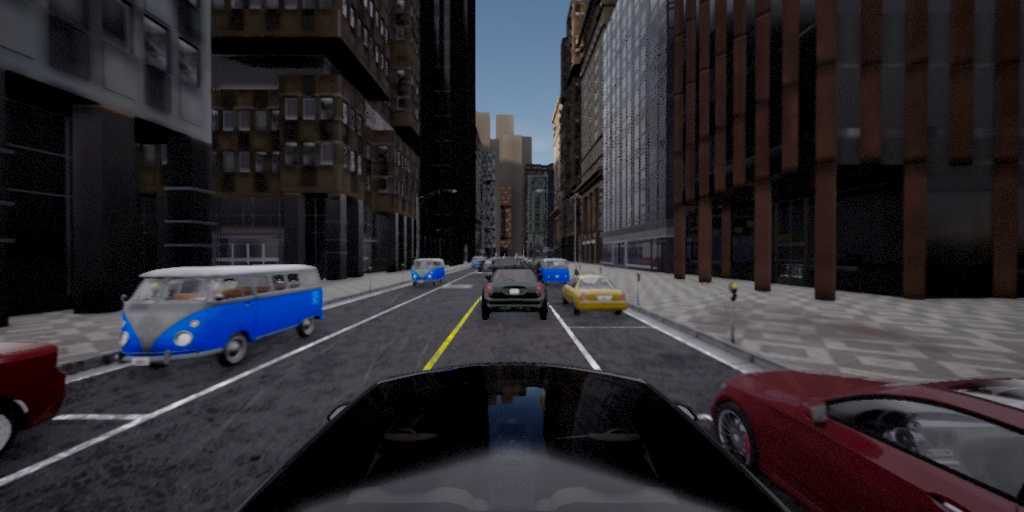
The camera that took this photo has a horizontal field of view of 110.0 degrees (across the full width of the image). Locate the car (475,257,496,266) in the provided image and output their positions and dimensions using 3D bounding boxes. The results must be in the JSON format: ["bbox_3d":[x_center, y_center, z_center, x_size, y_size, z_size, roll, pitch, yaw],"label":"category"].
[{"bbox_3d":[-3.080,1.204,43.960,1.812,1.442,4.674,0,0,0],"label":"car"}]

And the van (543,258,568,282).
[{"bbox_3d":[2.862,1.055,24.526,1.690,1.789,3.998,0,0,0],"label":"van"}]

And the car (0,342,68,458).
[{"bbox_3d":[-5.668,1.295,1.924,1.888,1.381,4.507,0,0,0],"label":"car"}]

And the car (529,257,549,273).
[{"bbox_3d":[3.122,1.035,42.303,2.097,1.767,4.553,0,0,0],"label":"car"}]

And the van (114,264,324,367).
[{"bbox_3d":[-5.667,1.082,7.574,1.690,1.789,3.998,0,0,0],"label":"van"}]

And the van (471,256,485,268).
[{"bbox_3d":[-5.656,0.991,58.414,1.690,1.789,3.998,0,0,0],"label":"van"}]

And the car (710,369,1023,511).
[{"bbox_3d":[2.857,1.332,1.931,1.802,1.307,4.207,0,0,0],"label":"car"}]

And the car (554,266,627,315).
[{"bbox_3d":[2.859,1.258,13.399,1.751,1.417,4.829,0,0,0],"label":"car"}]

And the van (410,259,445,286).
[{"bbox_3d":[-5.663,1.055,24.521,1.690,1.789,3.998,0,0,0],"label":"van"}]

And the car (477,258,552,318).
[{"bbox_3d":[0.083,1.085,12.981,2.097,1.767,4.553,0,0,0],"label":"car"}]

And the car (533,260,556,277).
[{"bbox_3d":[3.153,1.199,35.333,1.837,1.490,4.892,0,0,0],"label":"car"}]
